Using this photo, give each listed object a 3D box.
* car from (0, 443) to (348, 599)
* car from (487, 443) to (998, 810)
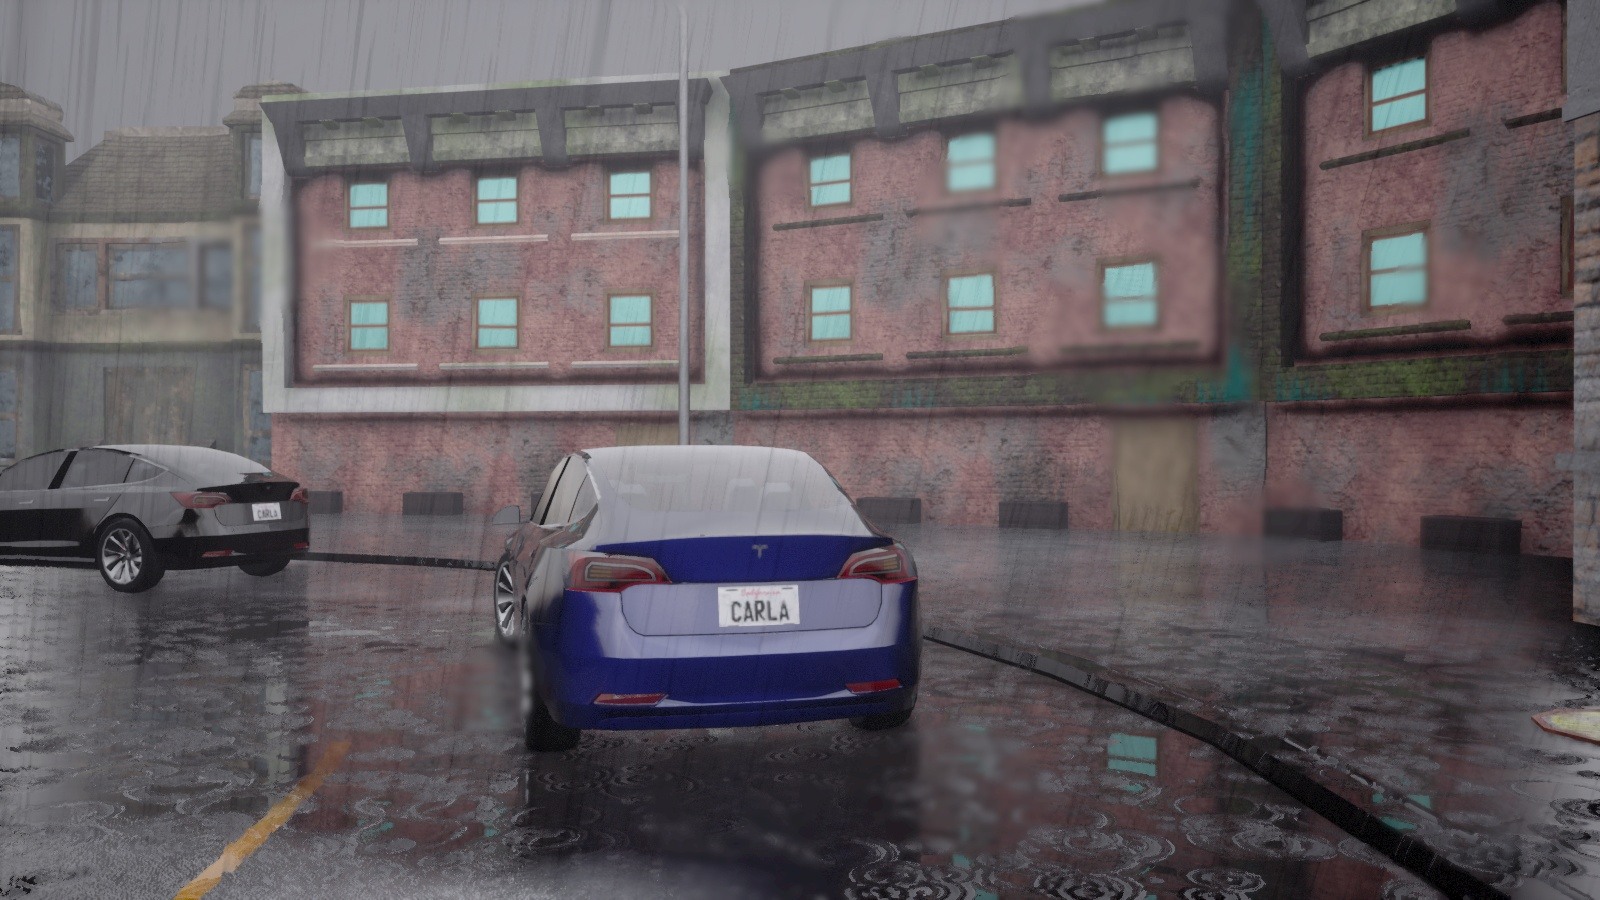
[{"bbox_3d":[-7.658,0.663,13.905,4.792,1.488,2.163,0,0,23],"label":"car"},{"bbox_3d":[-0.768,0.704,7.696,2.163,1.488,4.792,0,0,-15],"label":"car"}]
